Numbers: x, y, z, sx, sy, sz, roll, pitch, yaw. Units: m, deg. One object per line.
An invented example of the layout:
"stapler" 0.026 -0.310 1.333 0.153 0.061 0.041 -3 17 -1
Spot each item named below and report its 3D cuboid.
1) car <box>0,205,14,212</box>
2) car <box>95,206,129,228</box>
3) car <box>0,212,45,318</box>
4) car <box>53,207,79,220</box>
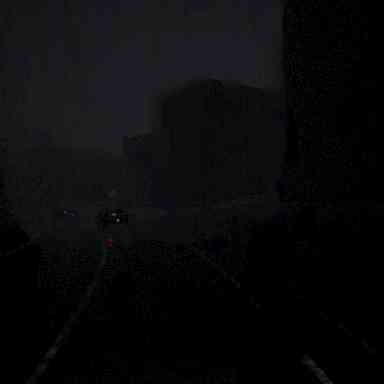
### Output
"car" -25.722 2.832 44.188 5.566 2.045 2.150 -4 -1 38
"car" -6.158 1.839 25.306 2.128 1.511 4.902 -2 -1 -25
"car" -4.255 1.416 5.886 2.097 1.767 4.553 -1 -1 -8
"car" -14.579 2.418 38.366 1.812 1.442 4.674 -2 -1 -39
